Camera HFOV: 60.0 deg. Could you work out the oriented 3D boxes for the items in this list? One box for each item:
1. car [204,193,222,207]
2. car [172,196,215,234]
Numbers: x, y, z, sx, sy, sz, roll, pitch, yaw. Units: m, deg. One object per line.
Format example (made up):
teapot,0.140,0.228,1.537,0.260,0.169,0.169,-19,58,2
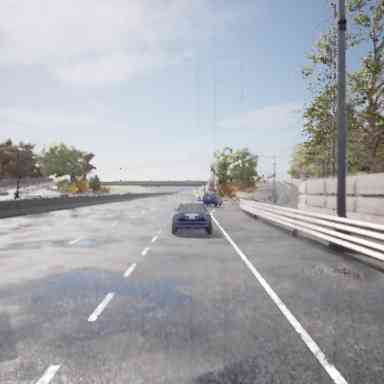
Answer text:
car,3.062,1.158,49.490,2.150,2.045,5.566,2,-1,15
car,-0.001,1.291,18.956,2.097,1.767,4.553,0,0,0
